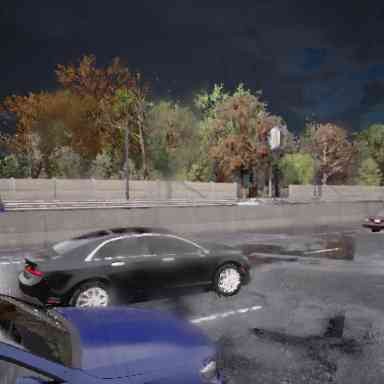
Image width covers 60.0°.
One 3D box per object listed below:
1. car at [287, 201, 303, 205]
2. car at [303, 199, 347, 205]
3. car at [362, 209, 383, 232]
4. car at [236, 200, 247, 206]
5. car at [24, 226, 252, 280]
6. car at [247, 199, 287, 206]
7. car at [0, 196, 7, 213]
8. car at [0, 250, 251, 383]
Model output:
[{"bbox_3d":[12.980,1.493,35.640,4.902,1.511,2.128,0,0,-30],"label":"car"},{"bbox_3d":[13.615,1.549,31.963,5.357,1.411,2.033,0,0,-30],"label":"car"},{"bbox_3d":[11.799,1.547,18.533,5.357,1.411,2.033,0,0,-30],"label":"car"},{"bbox_3d":[7.445,1.527,40.537,4.674,1.442,1.812,0,0,-30],"label":"car"},{"bbox_3d":[-0.931,1.504,7.100,4.892,1.490,1.837,0,0,-30],"label":"car"},{"bbox_3d":[9.084,1.493,37.427,4.902,1.511,2.128,0,0,-30],"label":"car"},{"bbox_3d":[-15.942,1.224,22.898,5.566,2.045,2.150,0,0,-30],"label":"car"},{"bbox_3d":[-1.916,1.526,2.483,4.674,1.442,1.812,0,0,-30],"label":"car"}]
